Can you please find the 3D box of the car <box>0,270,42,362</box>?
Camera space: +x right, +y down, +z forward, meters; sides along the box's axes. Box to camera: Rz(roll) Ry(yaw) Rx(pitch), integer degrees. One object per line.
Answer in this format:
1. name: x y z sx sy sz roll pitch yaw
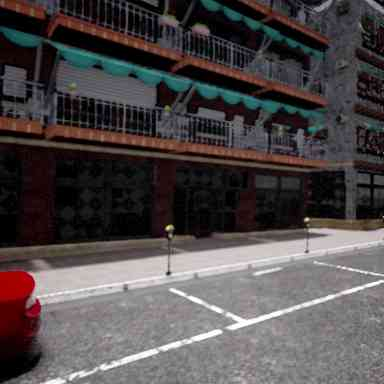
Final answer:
1. car: -4.103 1.535 3.618 4.507 1.381 1.887 1 1 -35
